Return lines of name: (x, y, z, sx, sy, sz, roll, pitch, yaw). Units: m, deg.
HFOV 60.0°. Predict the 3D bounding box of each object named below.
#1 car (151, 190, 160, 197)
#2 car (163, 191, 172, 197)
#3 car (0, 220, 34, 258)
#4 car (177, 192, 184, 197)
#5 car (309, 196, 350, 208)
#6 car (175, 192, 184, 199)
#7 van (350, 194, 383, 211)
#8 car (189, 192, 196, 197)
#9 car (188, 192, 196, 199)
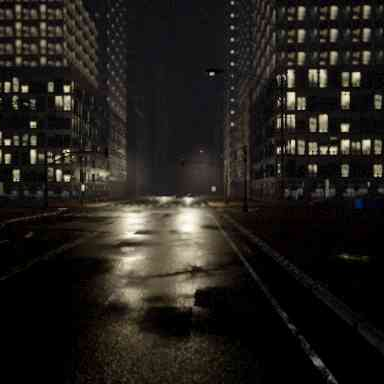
car: (-9.707, 0.318, 88.023, 2.097, 1.767, 4.553, 0, 0, 0)
car: (-6.458, 0.515, 87.993, 1.994, 1.385, 4.181, 0, 0, 0)
car: (-6.590, 1.507, 9.671, 1.895, 1.301, 4.718, 0, 1, 0)
car: (-3.205, 0.705, 93.826, 1.994, 1.385, 4.181, 0, 0, 0)
car: (17.108, 1.168, 41.233, 4.829, 1.417, 1.752, 0, 1, 2)
car: (-3.210, 0.902, 83.409, 2.033, 1.411, 5.357, 0, 0, 0)
van: (18.375, 1.065, 33.059, 3.998, 1.788, 1.690, 0, 1, 2)
car: (0.046, 0.762, 94.272, 1.895, 1.301, 4.718, 0, 0, 0)
car: (0.041, 0.901, 83.825, 2.033, 1.411, 5.357, 0, 0, 0)
